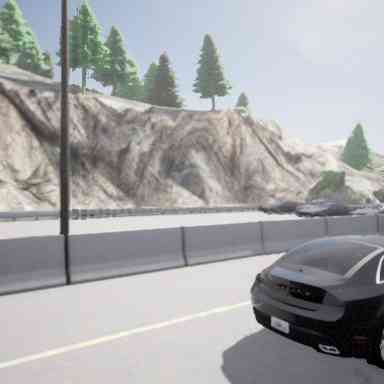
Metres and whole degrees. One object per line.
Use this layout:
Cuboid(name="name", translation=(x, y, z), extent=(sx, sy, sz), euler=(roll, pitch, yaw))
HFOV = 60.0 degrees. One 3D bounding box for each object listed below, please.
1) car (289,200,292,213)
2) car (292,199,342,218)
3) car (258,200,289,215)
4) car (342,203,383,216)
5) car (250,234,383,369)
Cuboid(name="car", translation=(11.707, 1.459, 30.570), extent=(4.892, 1.490, 1.837), euler=(0, 0, -25))
Cuboid(name="car", translation=(10.849, 1.509, 26.328), extent=(5.357, 1.411, 2.033), euler=(0, 0, -26))
Cuboid(name="car", translation=(9.204, 1.494, 33.300), extent=(5.357, 1.411, 2.033), euler=(0, 0, -26))
Cuboid(name="car", translation=(13.623, 1.517, 23.789), extent=(5.357, 1.411, 2.033), euler=(0, 0, -26))
Cuboid(name="car", translation=(3.193, 1.497, 5.704), extent=(4.892, 1.490, 1.837), euler=(0, 0, -33))
